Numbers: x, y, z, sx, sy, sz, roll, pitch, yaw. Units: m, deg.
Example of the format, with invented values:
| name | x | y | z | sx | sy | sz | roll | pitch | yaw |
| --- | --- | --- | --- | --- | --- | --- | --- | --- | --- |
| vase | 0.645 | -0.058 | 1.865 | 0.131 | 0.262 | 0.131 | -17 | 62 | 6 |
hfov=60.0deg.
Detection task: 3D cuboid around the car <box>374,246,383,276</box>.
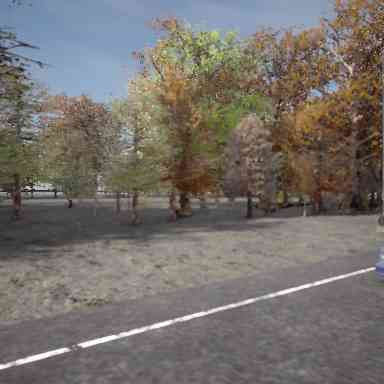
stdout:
| name | x | y | z | sx | sy | sz | roll | pitch | yaw |
| --- | --- | --- | --- | --- | --- | --- | --- | --- | --- |
| car | 6.905 | 1.565 | 8.738 | 5.357 | 1.411 | 2.033 | 0 | 0 | -35 |
